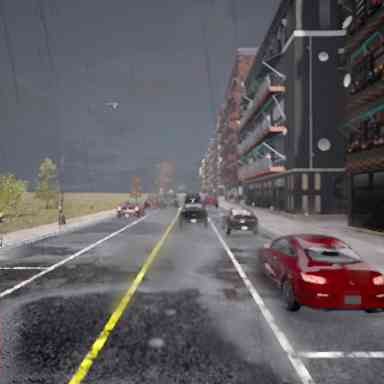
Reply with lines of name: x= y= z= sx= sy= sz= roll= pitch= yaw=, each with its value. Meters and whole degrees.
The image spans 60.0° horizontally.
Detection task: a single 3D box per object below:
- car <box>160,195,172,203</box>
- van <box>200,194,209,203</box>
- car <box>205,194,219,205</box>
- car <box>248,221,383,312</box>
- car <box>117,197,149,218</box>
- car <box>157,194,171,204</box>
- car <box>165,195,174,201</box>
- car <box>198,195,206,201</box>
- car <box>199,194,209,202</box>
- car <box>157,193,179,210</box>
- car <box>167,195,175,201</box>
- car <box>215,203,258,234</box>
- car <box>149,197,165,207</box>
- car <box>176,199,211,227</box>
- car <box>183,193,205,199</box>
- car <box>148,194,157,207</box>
car: x=-5.288 y=1.351 z=67.988 sx=1.967 sy=1.590 sz=4.097 roll=1 pitch=0 yaw=0
van: x=2.593 y=1.252 z=68.387 sx=1.690 sy=1.788 sz=3.998 roll=1 pitch=0 yaw=0
car: x=2.588 y=1.254 z=46.207 sx=2.192 sy=1.841 sz=5.009 roll=1 pitch=0 yaw=0
car: x=2.575 y=1.572 z=7.393 sx=1.802 sy=1.307 sz=4.206 roll=1 pitch=0 yaw=0
car: x=-5.298 y=1.402 z=29.234 sx=1.967 sy=1.590 sz=4.097 roll=1 pitch=0 yaw=0
car: x=-5.288 y=1.234 z=62.451 sx=2.192 sy=1.841 sz=5.009 roll=1 pitch=0 yaw=0
car: x=-5.287 y=1.442 z=79.060 sx=1.887 sy=1.381 sz=4.507 roll=1 pitch=0 yaw=0
car: x=2.595 y=1.415 z=85.191 sx=1.752 sy=1.417 sz=4.829 roll=1 pitch=0 yaw=0
car: x=2.593 y=1.344 z=73.932 sx=1.967 sy=1.590 sz=4.097 roll=1 pitch=0 yaw=0
car: x=-2.833 y=1.165 z=43.204 sx=2.150 sy=2.045 sz=5.566 roll=0 pitch=0 yaw=0
car: x=-5.286 y=1.416 z=84.426 sx=1.752 sy=1.417 sz=4.829 roll=1 pitch=0 yaw=0
car: x=2.578 y=1.526 z=18.483 sx=2.008 sy=1.369 sz=4.403 roll=1 pitch=0 yaw=0
car: x=-5.294 y=1.484 z=51.379 sx=2.008 sy=1.369 sz=4.403 roll=1 pitch=0 yaw=0
car: x=0.106 y=1.477 z=22.503 sx=1.837 sy=1.490 sz=4.892 roll=0 pitch=1 yaw=0
car: x=0.110 y=1.162 z=41.381 sx=2.150 sy=2.045 sz=5.566 roll=0 pitch=-1 yaw=0
car: x=-5.292 y=1.255 z=45.842 sx=2.192 sy=1.841 sz=5.009 roll=1 pitch=0 yaw=0
